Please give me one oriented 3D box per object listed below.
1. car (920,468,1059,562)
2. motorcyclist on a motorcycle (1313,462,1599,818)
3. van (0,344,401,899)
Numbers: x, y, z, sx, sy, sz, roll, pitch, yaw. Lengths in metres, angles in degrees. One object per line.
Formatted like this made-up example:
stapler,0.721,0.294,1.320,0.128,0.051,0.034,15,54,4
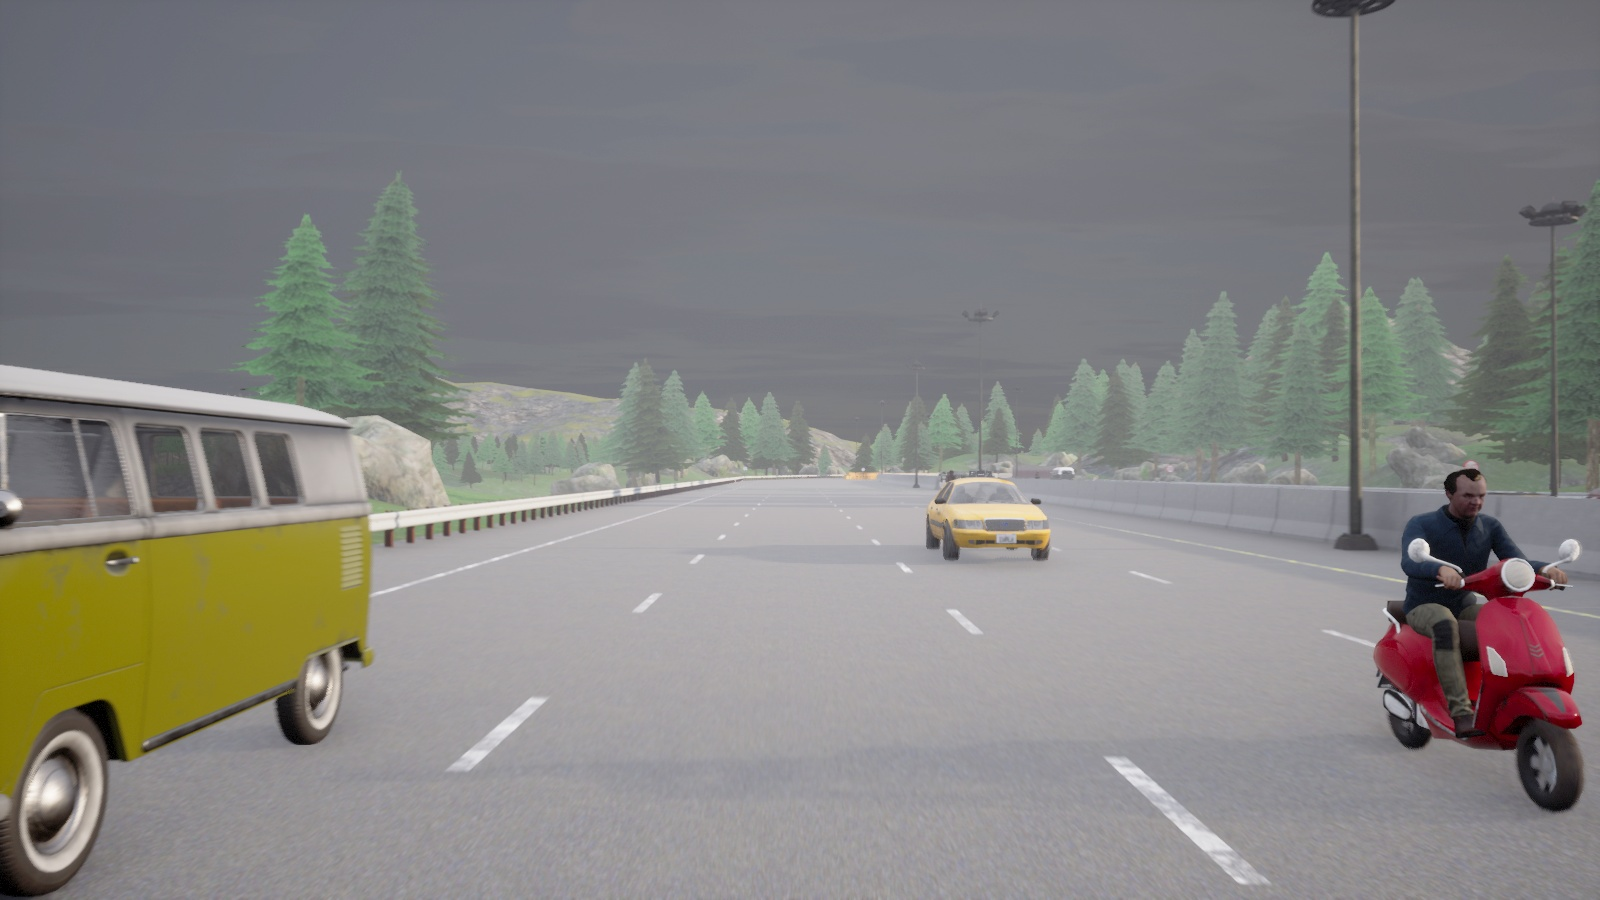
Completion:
car,3.444,1.137,23.814,1.801,1.575,5.366,0,-1,0
motorcyclist on a motorcycle,3.484,0.863,6.535,0.866,1.590,1.817,0,-1,0
van,-3.514,0.682,6.054,1.775,1.987,4.442,0,-1,0
